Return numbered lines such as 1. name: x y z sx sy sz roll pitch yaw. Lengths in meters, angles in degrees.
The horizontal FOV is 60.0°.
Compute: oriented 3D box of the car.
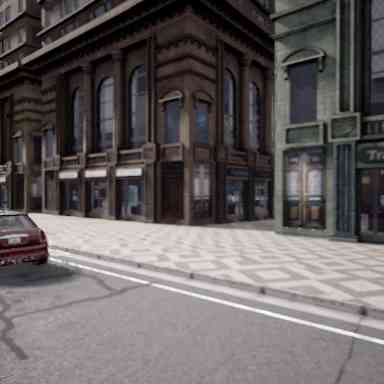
1. car: -6.459 1.350 10.413 4.553 1.767 2.097 0 0 39
